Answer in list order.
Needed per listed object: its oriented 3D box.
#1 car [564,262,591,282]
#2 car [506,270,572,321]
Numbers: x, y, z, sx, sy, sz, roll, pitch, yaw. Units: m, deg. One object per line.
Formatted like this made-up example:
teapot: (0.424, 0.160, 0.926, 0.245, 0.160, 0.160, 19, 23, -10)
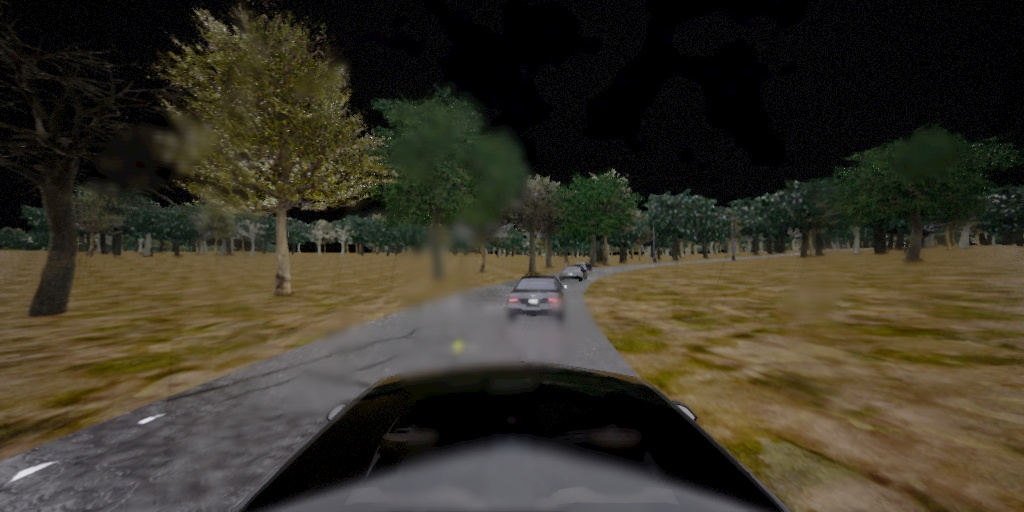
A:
car: (5.709, 1.526, 32.611, 1.994, 1.385, 4.181, 0, 0, 19)
car: (0.982, 1.389, 12.924, 2.033, 1.411, 5.357, 0, 0, 8)
